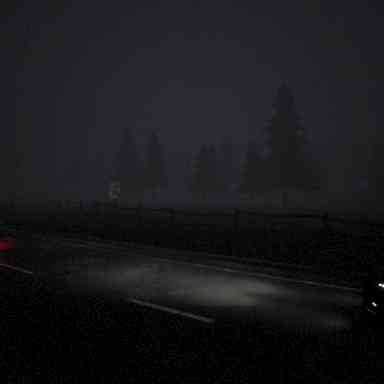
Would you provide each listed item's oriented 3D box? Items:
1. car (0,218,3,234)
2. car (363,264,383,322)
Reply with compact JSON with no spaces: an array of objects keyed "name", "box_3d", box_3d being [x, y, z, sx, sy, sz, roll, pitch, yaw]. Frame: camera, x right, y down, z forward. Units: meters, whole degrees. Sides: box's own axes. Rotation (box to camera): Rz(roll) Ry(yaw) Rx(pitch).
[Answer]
[{"name":"car","box_3d":[-11.675,1.531,17.601,4.674,1.442,1.812,0,0,40]},{"name":"car","box_3d":[5.140,1.491,4.626,4.902,1.511,2.128,0,0,36]}]
